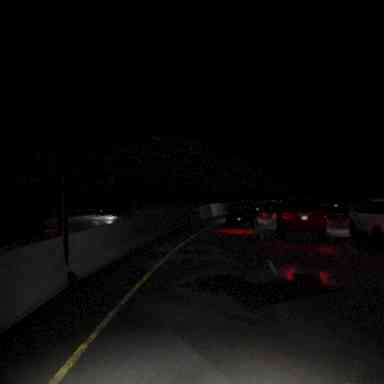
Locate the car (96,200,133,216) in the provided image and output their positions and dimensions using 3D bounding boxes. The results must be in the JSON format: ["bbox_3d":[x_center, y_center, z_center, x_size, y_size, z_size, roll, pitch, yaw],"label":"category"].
[{"bbox_3d":[-7.899,1.595,34.296,1.837,1.490,4.892,0,-1,20],"label":"car"}]

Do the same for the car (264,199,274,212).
[{"bbox_3d":[10.118,1.652,40.526,2.128,1.511,4.902,0,0,26],"label":"car"}]

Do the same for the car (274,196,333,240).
[{"bbox_3d":[5.768,1.296,17.926,2.150,2.045,5.566,0,0,13],"label":"car"}]

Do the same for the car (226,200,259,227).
[{"bbox_3d":[3.631,1.565,23.623,1.882,1.535,5.008,0,0,15],"label":"car"}]

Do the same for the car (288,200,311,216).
[{"bbox_3d":[11.583,1.653,35.500,1.837,1.490,4.892,0,0,24],"label":"car"}]

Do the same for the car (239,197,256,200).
[{"bbox_3d":[8.089,1.715,51.682,1.812,1.442,4.674,0,0,32],"label":"car"}]

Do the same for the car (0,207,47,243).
[{"bbox_3d":[-9.004,1.531,15.989,1.837,1.490,4.892,0,0,10],"label":"car"}]

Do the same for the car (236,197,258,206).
[{"bbox_3d":[10.179,1.703,61.038,1.882,1.535,5.008,0,-1,36],"label":"car"}]

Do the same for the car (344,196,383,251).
[{"bbox_3d":[8.597,1.293,14.386,2.150,2.045,5.566,0,0,10],"label":"car"}]

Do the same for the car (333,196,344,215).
[{"bbox_3d":[14.047,1.367,32.529,2.150,2.045,5.566,0,0,23],"label":"car"}]
